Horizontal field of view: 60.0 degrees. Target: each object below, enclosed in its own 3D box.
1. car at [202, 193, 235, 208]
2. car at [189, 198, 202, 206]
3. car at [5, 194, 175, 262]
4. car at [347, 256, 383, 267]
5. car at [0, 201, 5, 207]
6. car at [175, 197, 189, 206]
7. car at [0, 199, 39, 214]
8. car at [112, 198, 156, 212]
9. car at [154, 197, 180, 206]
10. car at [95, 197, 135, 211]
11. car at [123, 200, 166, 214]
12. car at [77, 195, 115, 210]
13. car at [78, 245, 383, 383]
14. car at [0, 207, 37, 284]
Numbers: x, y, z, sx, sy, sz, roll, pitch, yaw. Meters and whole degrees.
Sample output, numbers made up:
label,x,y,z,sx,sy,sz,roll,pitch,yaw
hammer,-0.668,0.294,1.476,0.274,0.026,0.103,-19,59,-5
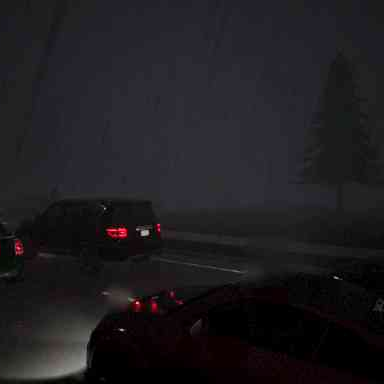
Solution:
label,x,y,z,sx,sy,sz,roll,pitch,yaw
car,4.346,1.223,50.126,2.150,2.045,5.566,0,0,36
car,2.067,1.601,52.925,1.895,1.301,4.718,0,0,36
car,-3.473,1.221,10.732,5.566,2.045,2.150,0,0,36
car,4.703,1.478,4.933,5.008,1.535,1.882,0,0,35
car,-12.561,1.547,26.889,2.033,1.411,5.357,0,0,35
car,-1.592,1.525,53.858,1.812,1.442,4.674,0,0,36
car,-19.244,1.504,35.647,1.837,1.490,4.892,0,0,36
car,-6.966,1.548,40.580,2.033,1.411,5.357,0,0,36
car,-4.180,1.601,56.244,1.895,1.301,4.718,0,0,36
car,-9.763,1.478,42.685,1.882,1.535,5.008,0,0,36
car,-5.201,1.601,37.066,1.895,1.301,4.718,0,0,36
car,-12.734,1.352,44.554,2.097,1.767,4.553,0,0,36
car,0.834,1.564,3.394,4.181,1.385,1.994,0,0,35
car,-6.217,1.352,8.391,4.553,1.767,2.097,0,0,36
